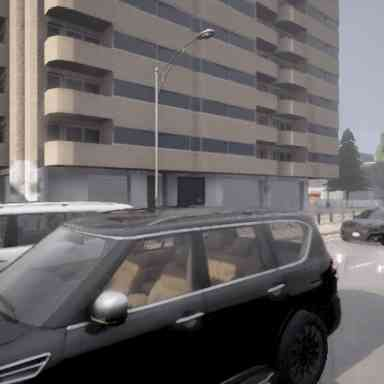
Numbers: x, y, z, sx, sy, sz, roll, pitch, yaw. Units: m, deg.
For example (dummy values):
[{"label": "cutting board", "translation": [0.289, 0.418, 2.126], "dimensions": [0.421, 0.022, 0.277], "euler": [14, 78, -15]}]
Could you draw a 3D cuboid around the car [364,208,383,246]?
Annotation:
[{"label": "car", "translation": [8.769, 1.478, 15.330], "dimensions": [5.008, 1.535, 1.882], "euler": [0, 0, -38]}]

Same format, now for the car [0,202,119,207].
[{"label": "car", "translation": [-3.438, 1.222, 5.779], "dimensions": [5.566, 2.045, 2.150], "euler": [0, 0, -38]}]

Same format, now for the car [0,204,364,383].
[{"label": "car", "translation": [-0.578, 1.221, 3.560], "dimensions": [5.566, 2.045, 2.150], "euler": [0, 0, -38]}]
